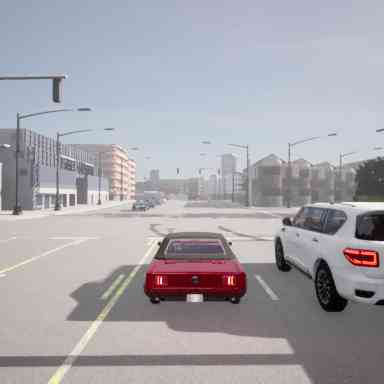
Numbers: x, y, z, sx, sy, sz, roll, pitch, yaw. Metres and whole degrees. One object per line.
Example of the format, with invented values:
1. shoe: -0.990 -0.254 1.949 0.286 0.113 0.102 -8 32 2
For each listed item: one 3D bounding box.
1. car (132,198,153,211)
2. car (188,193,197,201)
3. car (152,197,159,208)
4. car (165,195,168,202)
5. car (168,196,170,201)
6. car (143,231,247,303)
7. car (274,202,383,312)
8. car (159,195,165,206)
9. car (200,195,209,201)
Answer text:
1. car: -7.088 1.854 46.002 2.128 1.511 4.902 0 0 0
2. car: 0.020 1.387 88.843 2.150 2.045 5.566 0 -1 0
3. car: -7.074 1.941 55.255 1.812 1.442 4.674 0 0 0
4. car: -6.983 1.814 74.671 1.895 1.301 4.718 0 1 0
5. car: -6.980 1.676 90.071 1.837 1.490 4.892 0 0 0
6. car: 0.071 1.617 8.168 1.895 1.301 4.718 0 0 0
7. car: 3.565 1.234 7.875 2.150 2.045 5.566 0 0 0
8. car: -7.029 1.713 64.514 2.097 1.767 4.553 0 1 1
9. car: 3.520 1.521 89.196 2.097 1.767 4.553 0 -1 0
